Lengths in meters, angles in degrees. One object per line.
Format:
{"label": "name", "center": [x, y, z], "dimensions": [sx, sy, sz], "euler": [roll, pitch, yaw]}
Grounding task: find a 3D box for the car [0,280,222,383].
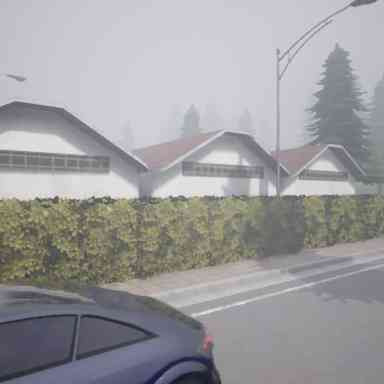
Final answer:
{"label": "car", "center": [-1.773, 1.564, 2.730], "dimensions": [4.181, 1.385, 1.994], "euler": [0, 0, -36]}
